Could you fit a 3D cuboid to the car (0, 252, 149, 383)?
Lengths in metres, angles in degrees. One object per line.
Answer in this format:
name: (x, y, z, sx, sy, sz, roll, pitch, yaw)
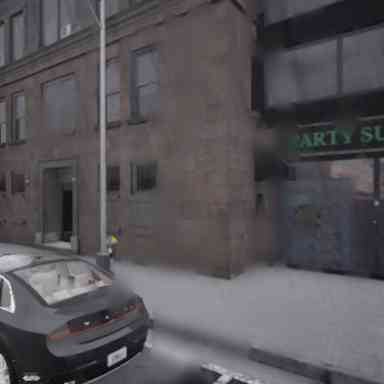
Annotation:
car: (-2.602, 1.593, 4.937, 4.403, 1.369, 2.008, -1, 0, 36)
